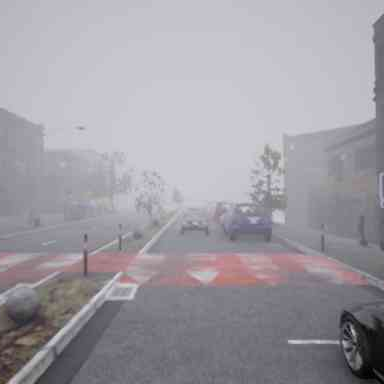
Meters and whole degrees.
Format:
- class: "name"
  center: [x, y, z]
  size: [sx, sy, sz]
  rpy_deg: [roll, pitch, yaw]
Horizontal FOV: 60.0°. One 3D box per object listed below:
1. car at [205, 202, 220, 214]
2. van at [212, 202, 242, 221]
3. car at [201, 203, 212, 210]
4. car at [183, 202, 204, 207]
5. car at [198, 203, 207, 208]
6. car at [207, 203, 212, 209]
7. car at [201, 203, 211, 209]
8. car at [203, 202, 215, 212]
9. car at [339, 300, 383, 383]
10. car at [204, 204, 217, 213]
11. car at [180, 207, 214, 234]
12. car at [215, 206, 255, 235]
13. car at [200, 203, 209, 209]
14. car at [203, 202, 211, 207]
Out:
- class: "car"
  center: [3.152, 2.482, 52.201]
  size: [2.185, 1.767, 4.553]
  rpy_deg: [0, -1, 0]
- class: "van"
  center: [3.087, 1.869, 30.274]
  size: [1.878, 1.987, 4.442]
  rpy_deg: [0, -1, 0]
- class: "car"
  center: [3.219, 3.168, 74.302]
  size: [2.231, 1.521, 4.892]
  rpy_deg: [0, -1, 0]
- class: "car"
  center: [0.223, 2.372, 41.310]
  size: [1.837, 1.490, 4.892]
  rpy_deg: [0, -2, 0]
- class: "car"
  center: [2.916, 3.670, 90.906]
  size: [2.097, 1.535, 5.008]
  rpy_deg: [0, -2, -2]
- class: "car"
  center: [3.104, 2.215, 35.666]
  size: [2.231, 1.521, 4.892]
  rpy_deg: [0, -1, 0]
- class: "car"
  center: [3.227, 3.321, 79.820]
  size: [2.231, 1.521, 4.892]
  rpy_deg: [0, -2, 0]
- class: "car"
  center: [3.186, 2.763, 63.368]
  size: [2.185, 1.767, 4.553]
  rpy_deg: [0, -1, 0]
- class: "car"
  center: [3.004, 1.578, 2.704]
  size: [2.163, 1.488, 4.792]
  rpy_deg: [0, -1, 0]
- class: "car"
  center: [3.170, 2.790, 57.872]
  size: [2.002, 1.452, 4.674]
  rpy_deg: [0, -1, 0]
- class: "car"
  center: [0.168, 2.009, 22.746]
  size: [2.033, 1.411, 5.357]
  rpy_deg: [0, -1, 0]
- class: "car"
  center: [3.070, 2.015, 24.627]
  size: [2.002, 1.452, 4.674]
  rpy_deg: [0, -1, 0]
- class: "car"
  center: [3.131, 3.533, 85.364]
  size: [2.002, 1.452, 4.674]
  rpy_deg: [0, -2, -1]
- class: "car"
  center: [3.136, 2.347, 46.683]
  size: [2.185, 1.767, 4.553]
  rpy_deg: [0, -1, 0]
